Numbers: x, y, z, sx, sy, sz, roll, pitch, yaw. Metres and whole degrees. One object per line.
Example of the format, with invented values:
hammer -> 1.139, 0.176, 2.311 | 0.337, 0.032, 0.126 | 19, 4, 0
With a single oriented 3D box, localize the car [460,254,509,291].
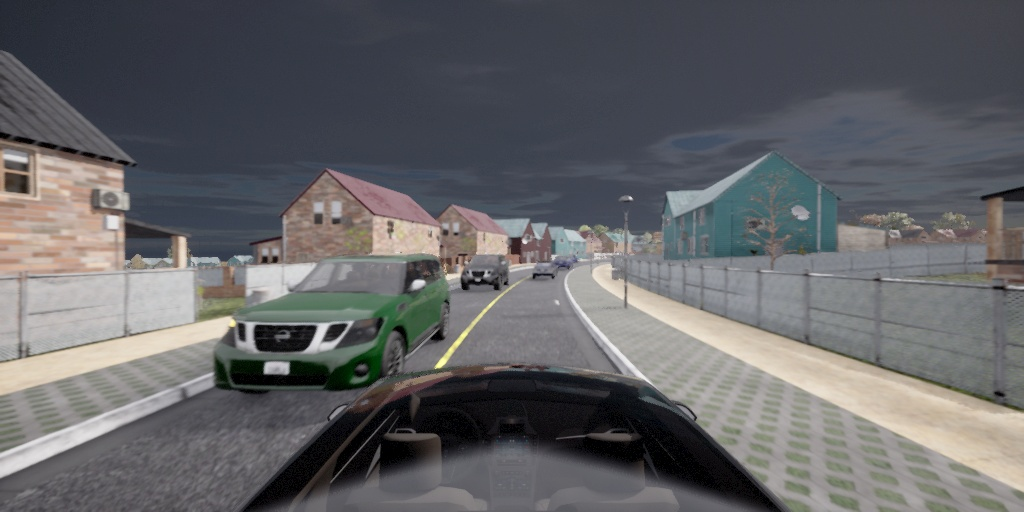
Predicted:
car -> -1.473, 0.893, 21.655 | 2.150, 2.045, 5.566 | 0, 0, 7

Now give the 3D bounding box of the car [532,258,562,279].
car -> 2.814, 1.134, 30.175 | 2.033, 1.411, 5.357 | 0, 1, 11

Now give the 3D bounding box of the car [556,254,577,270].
car -> 6.535, 0.755, 45.451 | 2.097, 1.767, 4.553 | 0, 1, 17

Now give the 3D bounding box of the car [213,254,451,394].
car -> -2.671, 0.964, 6.976 | 2.150, 2.045, 5.566 | 0, 0, 2
